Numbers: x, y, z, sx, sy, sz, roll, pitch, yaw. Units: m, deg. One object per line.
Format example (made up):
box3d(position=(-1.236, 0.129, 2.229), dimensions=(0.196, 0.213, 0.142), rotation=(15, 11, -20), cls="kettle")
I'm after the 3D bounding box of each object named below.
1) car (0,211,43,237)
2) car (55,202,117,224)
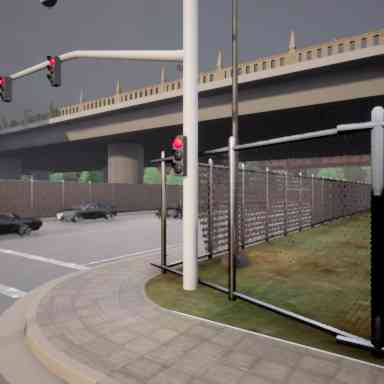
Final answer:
box3d(position=(-10.000, 1.653, 16.303), dimensions=(1.895, 1.301, 4.718), rotation=(0, 0, 33), cls="car")
box3d(position=(-7.971, 1.546, 25.465), dimensions=(2.128, 1.511, 4.902), rotation=(0, 0, 35), cls="car")
